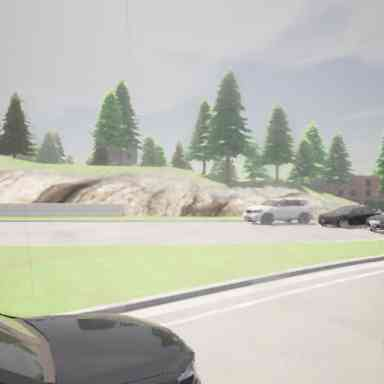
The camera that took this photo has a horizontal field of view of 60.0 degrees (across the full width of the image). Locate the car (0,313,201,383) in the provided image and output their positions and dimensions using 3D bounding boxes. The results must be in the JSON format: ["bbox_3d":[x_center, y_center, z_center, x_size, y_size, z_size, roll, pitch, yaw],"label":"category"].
[{"bbox_3d":[-2.049,1.522,2.209,4.674,1.442,1.812,1,-1,-36],"label":"car"}]

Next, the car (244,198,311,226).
[{"bbox_3d":[6.800,1.469,25.865,5.566,2.045,2.150,1,0,-20],"label":"car"}]

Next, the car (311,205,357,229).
[{"bbox_3d":[11.381,1.753,23.846,5.008,1.535,1.882,1,0,-21],"label":"car"}]

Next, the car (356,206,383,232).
[{"bbox_3d":[13.132,1.761,20.773,4.902,1.511,2.128,1,0,-21],"label":"car"}]
